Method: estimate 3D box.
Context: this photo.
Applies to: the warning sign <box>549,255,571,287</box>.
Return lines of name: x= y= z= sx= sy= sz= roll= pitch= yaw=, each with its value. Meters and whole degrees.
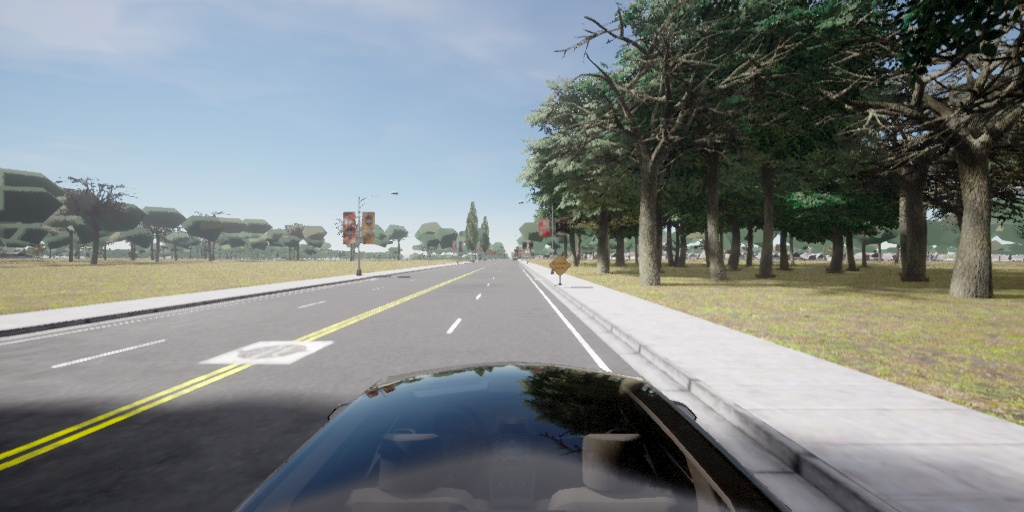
warning sign: x=2.850 y=0.852 z=21.226 sx=1.300 sy=1.860 sz=1.060 roll=0 pitch=0 yaw=0
